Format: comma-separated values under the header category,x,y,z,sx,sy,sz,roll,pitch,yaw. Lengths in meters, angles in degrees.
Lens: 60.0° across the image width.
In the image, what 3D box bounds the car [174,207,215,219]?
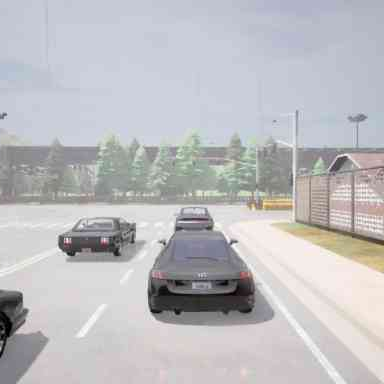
category,x,y,z,sx,sy,sz,roll,pitch,yaw
car,0.119,1.492,16.556,2.128,1.511,4.902,0,0,1

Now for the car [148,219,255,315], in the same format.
category,x,y,z,sx,sy,sz,roll,pitch,yaw
car,0.147,1.564,7.653,1.994,1.385,4.181,0,0,-1

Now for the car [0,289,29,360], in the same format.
category,x,y,z,sx,sy,sz,roll,pitch,yaw
car,-3.399,1.547,2.579,2.033,1.411,5.357,0,0,0

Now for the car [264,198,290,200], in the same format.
category,x,y,z,sx,sy,sz,roll,pitch,yaw
car,12.289,1.601,45.343,4.718,1.301,1.895,0,0,-3

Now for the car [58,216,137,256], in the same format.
category,x,y,z,sx,sy,sz,roll,pitch,yaw
car,-3.398,1.601,12.973,1.895,1.301,4.718,0,0,0

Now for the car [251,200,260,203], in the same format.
category,x,y,z,sx,sy,sz,roll,pitch,yaw
car,11.752,1.601,52.362,4.718,1.301,1.895,0,0,-2
